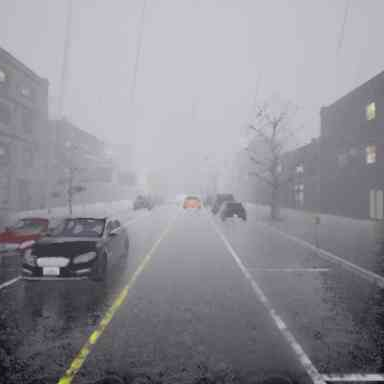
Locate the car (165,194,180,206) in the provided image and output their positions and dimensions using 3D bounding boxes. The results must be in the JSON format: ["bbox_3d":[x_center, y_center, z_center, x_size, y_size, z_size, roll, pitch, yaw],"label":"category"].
[{"bbox_3d":[-3.034,1.451,53.703,1.812,1.442,4.674,0,0,1],"label":"car"}]

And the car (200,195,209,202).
[{"bbox_3d":[2.787,1.431,72.846,1.752,1.417,4.829,1,0,0],"label":"car"}]

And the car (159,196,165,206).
[{"bbox_3d":[-5.664,1.510,50.855,1.802,1.307,4.206,1,0,0],"label":"car"}]

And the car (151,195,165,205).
[{"bbox_3d":[-5.659,1.362,56.388,1.967,1.590,4.097,1,0,0],"label":"car"}]

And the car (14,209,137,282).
[{"bbox_3d":[-3.084,1.477,9.771,2.128,1.511,4.902,0,0,0],"label":"car"}]

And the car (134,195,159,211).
[{"bbox_3d":[-5.666,1.257,39.789,2.192,1.841,5.009,1,0,0],"label":"car"}]

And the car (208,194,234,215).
[{"bbox_3d":[3.120,1.173,33.515,2.150,2.045,5.566,0,0,0],"label":"car"}]

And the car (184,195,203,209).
[{"bbox_3d":[0.024,1.301,43.569,2.097,1.767,4.553,0,0,0],"label":"car"}]

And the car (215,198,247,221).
[{"bbox_3d":[3.156,1.466,26.484,1.837,1.490,4.892,0,0,0],"label":"car"}]

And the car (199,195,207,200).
[{"bbox_3d":[2.862,1.457,88.612,1.947,1.339,4.313,0,0,0],"label":"car"}]

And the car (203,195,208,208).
[{"bbox_3d":[2.717,1.252,45.317,2.192,1.841,5.009,1,0,0],"label":"car"}]

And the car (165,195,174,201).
[{"bbox_3d":[-5.772,1.443,85.698,2.008,1.369,4.403,1,0,0],"label":"car"}]

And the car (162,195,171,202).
[{"bbox_3d":[-5.723,1.428,74.462,1.752,1.417,4.829,1,0,0],"label":"car"}]

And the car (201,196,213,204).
[{"bbox_3d":[2.729,1.463,61.610,1.887,1.381,4.507,1,0,0],"label":"car"}]

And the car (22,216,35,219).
[{"bbox_3d":[-5.679,1.563,12.123,1.802,1.307,4.206,1,0,0],"label":"car"}]

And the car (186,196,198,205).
[{"bbox_3d":[0.028,1.414,58.389,2.128,1.511,4.902,0,0,0],"label":"car"}]

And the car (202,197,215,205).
[{"bbox_3d":[2.719,1.490,56.383,1.947,1.339,4.313,1,0,0],"label":"car"}]

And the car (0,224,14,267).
[{"bbox_3d":[-5.680,1.514,6.420,1.752,1.417,4.829,1,0,0],"label":"car"}]

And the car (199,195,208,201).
[{"bbox_3d":[2.830,1.449,81.067,2.008,1.369,4.403,0,0,0],"label":"car"}]
